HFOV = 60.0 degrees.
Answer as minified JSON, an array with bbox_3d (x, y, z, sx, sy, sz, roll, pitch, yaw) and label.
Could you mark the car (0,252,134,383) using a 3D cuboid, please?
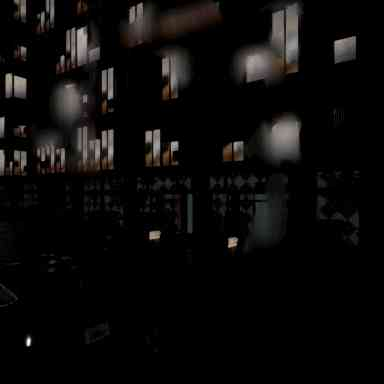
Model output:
[{"bbox_3d":[-2.717,1.566,4.824,4.313,1.339,1.947,0,0,36],"label":"car"}]
